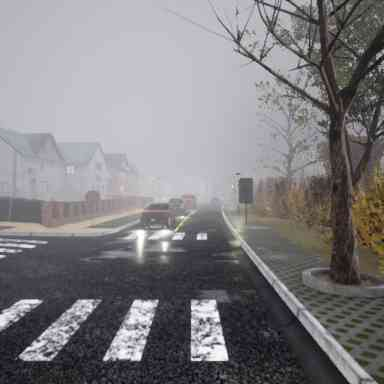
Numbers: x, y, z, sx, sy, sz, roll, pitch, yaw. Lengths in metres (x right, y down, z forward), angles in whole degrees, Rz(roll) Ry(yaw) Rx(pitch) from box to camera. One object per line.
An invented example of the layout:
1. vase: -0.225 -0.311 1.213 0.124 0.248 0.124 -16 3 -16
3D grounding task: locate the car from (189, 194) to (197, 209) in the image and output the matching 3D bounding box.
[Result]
1. car: -0.478 1.350 47.102 2.150 2.045 5.566 0 0 6

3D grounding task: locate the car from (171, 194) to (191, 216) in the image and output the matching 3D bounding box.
1. car: -1.596 1.401 33.669 2.097 1.767 4.553 0 0 4

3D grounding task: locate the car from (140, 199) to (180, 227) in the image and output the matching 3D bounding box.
1. car: -2.259 1.492 23.389 1.882 1.535 5.008 0 0 5

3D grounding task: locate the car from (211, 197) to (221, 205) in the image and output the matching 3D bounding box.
1. car: 4.825 1.740 67.117 1.882 1.535 5.008 0 -1 8
